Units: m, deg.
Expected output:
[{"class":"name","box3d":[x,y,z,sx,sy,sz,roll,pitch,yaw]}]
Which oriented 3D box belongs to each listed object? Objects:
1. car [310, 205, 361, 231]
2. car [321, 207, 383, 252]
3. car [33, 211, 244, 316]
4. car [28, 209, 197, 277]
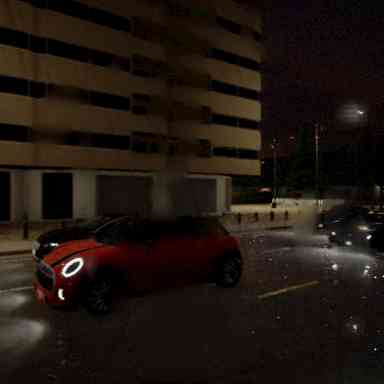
[{"class":"car","box3d":[8.581,1.464,18.619,4.674,1.442,1.812,0,0,-35]},{"class":"car","box3d":[7.971,1.506,13.823,5.357,1.411,2.033,0,0,-35]},{"class":"car","box3d":[-1.017,1.311,7.557,4.553,1.767,2.097,0,0,-35]},{"class":"car","box3d":[-2.460,1.430,10.825,4.902,1.511,2.128,0,0,-35]}]
